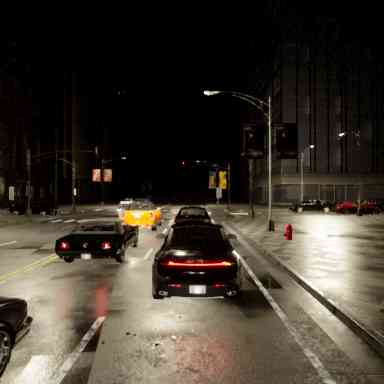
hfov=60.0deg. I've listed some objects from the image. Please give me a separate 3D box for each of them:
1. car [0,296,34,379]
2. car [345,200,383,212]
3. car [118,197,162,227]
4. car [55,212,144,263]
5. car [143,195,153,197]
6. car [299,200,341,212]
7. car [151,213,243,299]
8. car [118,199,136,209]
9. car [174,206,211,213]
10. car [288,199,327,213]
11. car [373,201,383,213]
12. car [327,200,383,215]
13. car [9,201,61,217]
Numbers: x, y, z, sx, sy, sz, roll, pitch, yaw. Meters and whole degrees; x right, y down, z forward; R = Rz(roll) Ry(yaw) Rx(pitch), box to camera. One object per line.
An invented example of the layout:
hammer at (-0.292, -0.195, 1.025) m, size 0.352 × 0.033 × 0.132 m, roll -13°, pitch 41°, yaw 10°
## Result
car at (-3.152, 1.548, 2.233) m, size 2.033 × 1.411 × 5.357 m, roll 0°, pitch 0°, yaw 0°
car at (20.910, 1.643, 39.873) m, size 4.313 × 1.339 × 1.947 m, roll 0°, pitch 0°, yaw -1°
car at (-3.104, 1.396, 21.014) m, size 2.097 × 1.767 × 4.553 m, roll 0°, pitch 0°, yaw 0°
car at (-3.123, 1.615, 12.020) m, size 1.895 × 1.301 × 4.718 m, roll 0°, pitch 0°, yaw 0°
car at (-9.597, 1.602, 71.790) m, size 2.150 × 2.045 × 5.566 m, roll 0°, pitch 0°, yaw 0°
car at (15.270, 1.662, 39.797) m, size 4.313 × 1.339 × 1.947 m, roll 0°, pitch 0°, yaw -1°
car at (0.116, 1.512, 8.409) m, size 1.837 × 1.490 × 4.892 m, roll 0°, pitch 0°, yaw 0°
car at (-9.736, 1.745, 50.428) m, size 1.812 × 1.442 × 4.674 m, roll 0°, pitch 0°, yaw 0°
car at (0.038, 1.509, 17.900) m, size 1.882 × 1.535 × 5.008 m, roll 0°, pitch 0°, yaw 0°
car at (13.208, 1.576, 37.016) m, size 4.892 × 1.490 × 1.837 m, roll 0°, pitch -1°, yaw -1°
car at (23.108, 1.639, 37.150) m, size 4.718 × 1.301 × 1.895 m, roll 0°, pitch -1°, yaw -1°
car at (15.382, 1.577, 31.273) m, size 4.206 × 1.307 × 1.802 m, roll 0°, pitch 0°, yaw -1°
car at (-15.431, 1.640, 32.752) m, size 4.892 × 1.490 × 1.837 m, roll -1°, pitch -1°, yaw 8°
